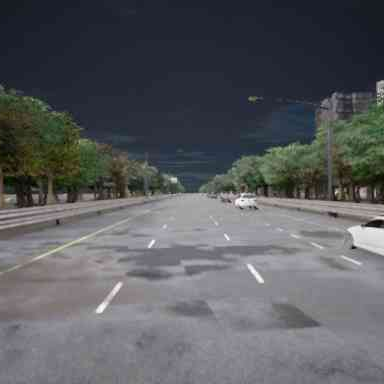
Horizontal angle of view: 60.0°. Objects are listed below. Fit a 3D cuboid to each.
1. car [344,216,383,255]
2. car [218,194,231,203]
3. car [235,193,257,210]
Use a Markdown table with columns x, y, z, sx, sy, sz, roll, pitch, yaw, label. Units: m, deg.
| x | y | z | sx | sy | sz | roll | pitch | yaw | label |
| --- | --- | --- | --- | --- | --- | --- | --- | --- | --- |
| 6.994 | 1.534 | 11.389 | 1.812 | 1.442 | 4.674 | 0 | 0 | 0 | car |
| 7.026 | 1.561 | 70.312 | 1.812 | 1.442 | 4.674 | 0 | 0 | 0 | car |
| 6.986 | 1.229 | 43.258 | 2.150 | 2.045 | 5.566 | 0 | 0 | 0 | car |
